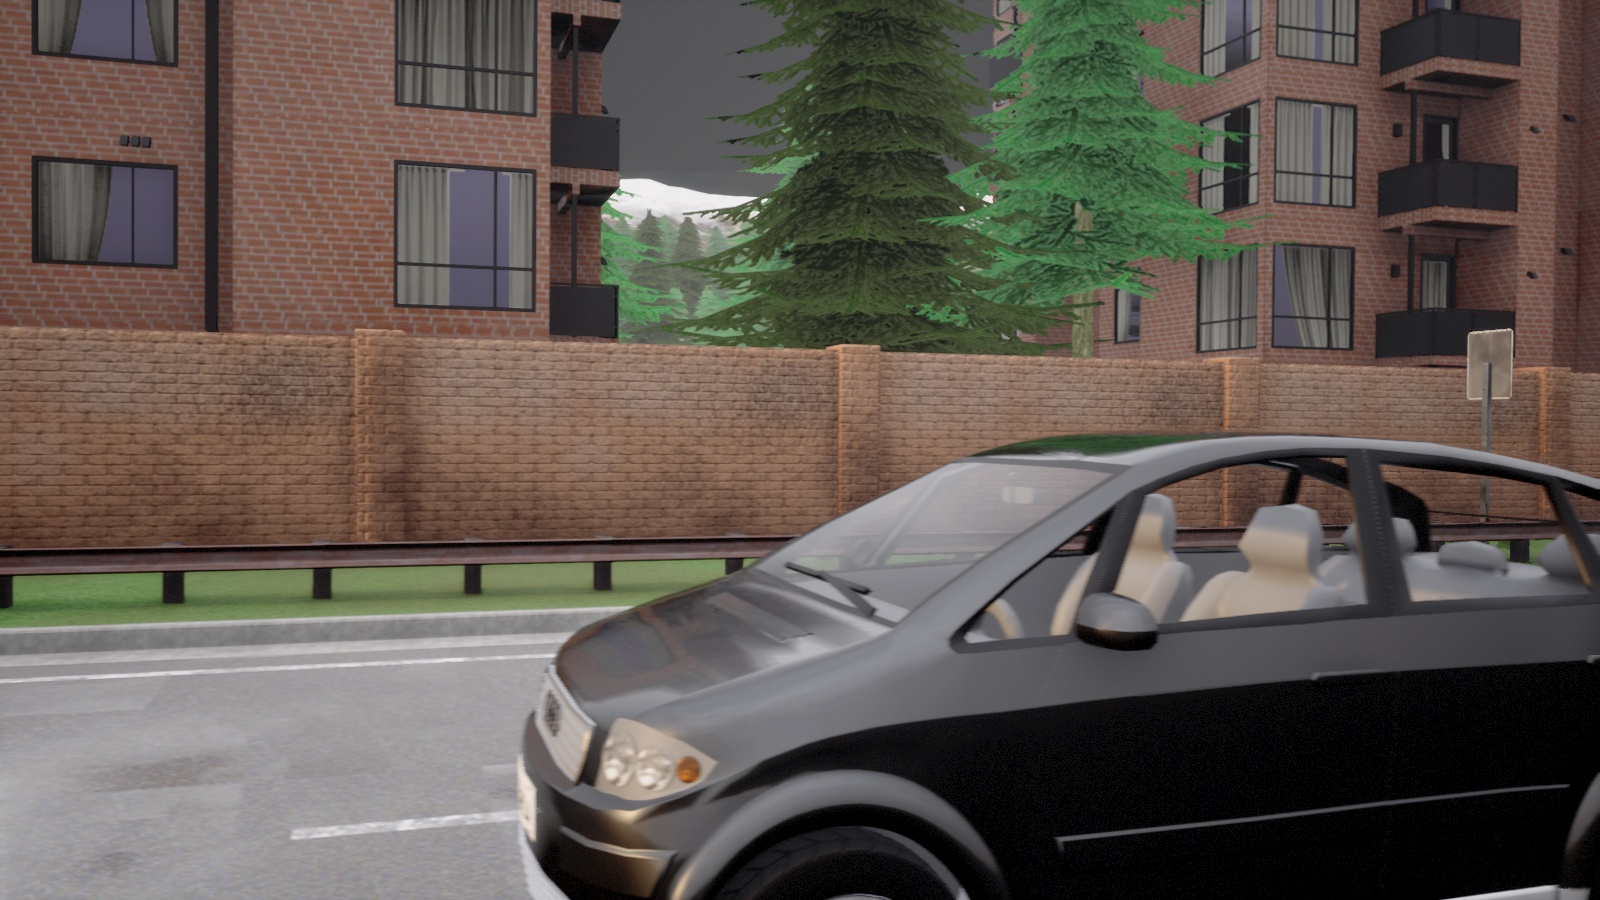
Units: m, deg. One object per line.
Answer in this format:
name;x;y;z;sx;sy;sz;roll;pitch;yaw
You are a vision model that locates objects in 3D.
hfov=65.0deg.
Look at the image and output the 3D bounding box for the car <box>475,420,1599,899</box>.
car;0.993;0.700;3.823;3.705;1.549;1.789;-1;1;-18
